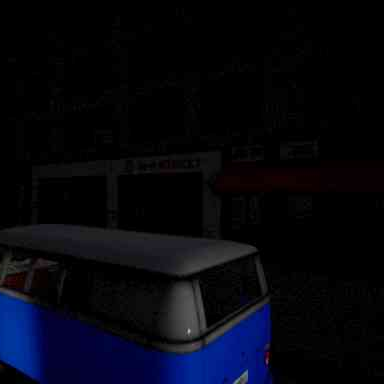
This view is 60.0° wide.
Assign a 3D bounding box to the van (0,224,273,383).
[{"bbox_3d":[-1.094,1.341,3.860,3.998,1.788,1.690,0,0,36],"label":"van"}]
